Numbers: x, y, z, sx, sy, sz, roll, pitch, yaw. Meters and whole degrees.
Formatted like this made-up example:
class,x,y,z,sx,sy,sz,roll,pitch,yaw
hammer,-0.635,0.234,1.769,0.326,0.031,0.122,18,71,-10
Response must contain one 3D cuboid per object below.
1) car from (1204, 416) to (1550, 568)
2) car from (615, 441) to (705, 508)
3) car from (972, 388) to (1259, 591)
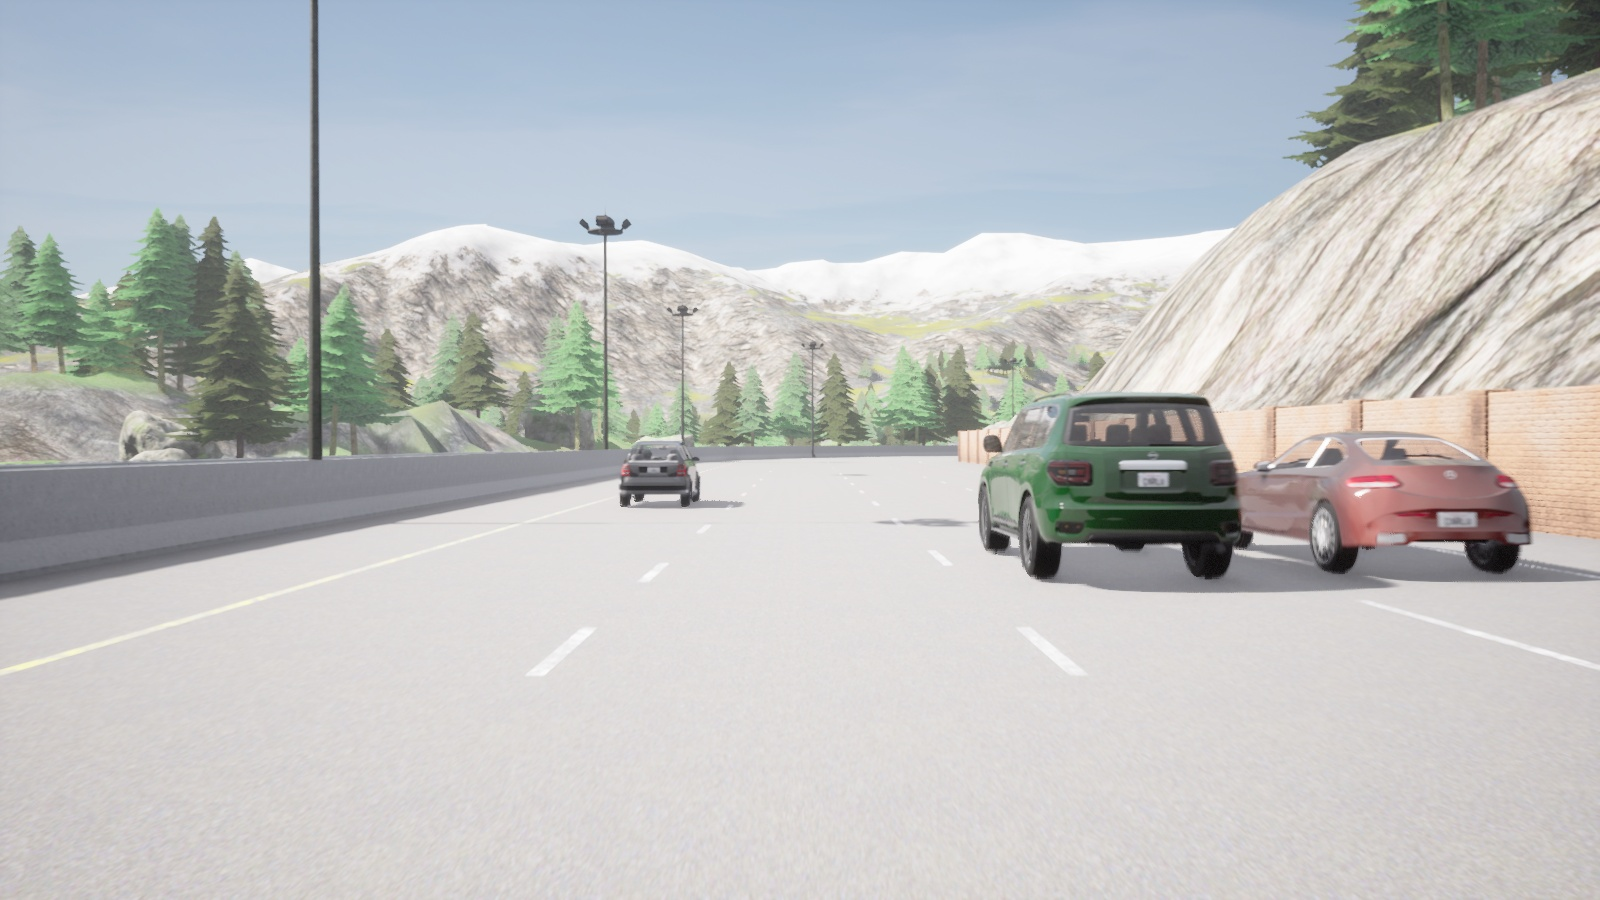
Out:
class,x,y,z,sx,sy,sz,roll,pitch,yaw
car,7.066,0.441,16.137,2.152,1.651,5.027,0,0,0
car,-3.391,0.550,30.967,1.789,1.549,3.705,0,0,0
car,3.563,0.382,15.452,2.150,2.045,5.566,0,0,0
